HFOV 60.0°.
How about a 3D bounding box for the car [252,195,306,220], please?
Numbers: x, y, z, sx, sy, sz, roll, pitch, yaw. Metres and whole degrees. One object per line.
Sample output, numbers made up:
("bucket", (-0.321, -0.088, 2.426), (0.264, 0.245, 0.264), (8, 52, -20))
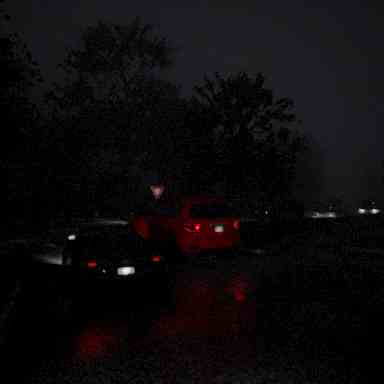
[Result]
("car", (7.661, 1.302, 29.258), (5.566, 2.045, 2.150), (1, 0, -34))

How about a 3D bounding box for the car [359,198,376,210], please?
("car", (25.771, 1.618, 48.945), (2.097, 1.767, 4.553), (0, 0, 27))

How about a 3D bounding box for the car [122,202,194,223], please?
("car", (-2.643, 1.531, 26.431), (5.357, 1.411, 2.033), (0, 0, -32))

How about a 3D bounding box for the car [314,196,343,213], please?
("car", (17.181, 1.469, 41.579), (2.150, 2.045, 5.566), (0, 0, 39))

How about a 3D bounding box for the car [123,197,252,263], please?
("car", (-0.542, 1.196, 12.243), (2.150, 2.045, 5.566), (0, 0, -30))

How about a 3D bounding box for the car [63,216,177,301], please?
("car", (-2.123, 1.548, 8.504), (1.994, 1.385, 4.181), (0, 0, -24))
